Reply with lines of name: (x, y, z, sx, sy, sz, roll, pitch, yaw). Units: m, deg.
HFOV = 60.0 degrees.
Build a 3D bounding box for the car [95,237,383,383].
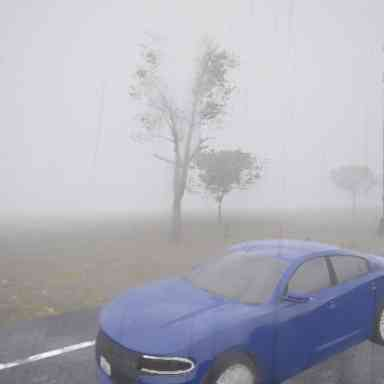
car: (1.171, 1.480, 4.794, 5.008, 1.535, 1.882, 0, 0, -35)
